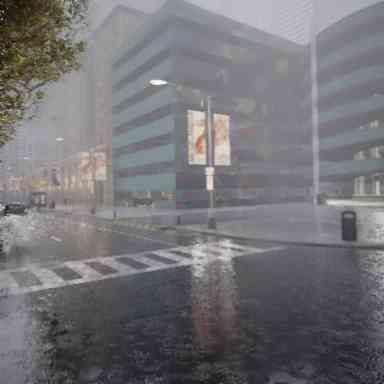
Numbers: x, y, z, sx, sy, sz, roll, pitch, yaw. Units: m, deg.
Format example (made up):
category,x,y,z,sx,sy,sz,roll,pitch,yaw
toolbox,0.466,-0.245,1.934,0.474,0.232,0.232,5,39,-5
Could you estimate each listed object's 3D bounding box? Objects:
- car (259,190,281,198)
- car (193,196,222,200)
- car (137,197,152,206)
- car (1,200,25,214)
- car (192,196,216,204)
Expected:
category,x,y,z,sx,sy,sz,roll,pitch,yaw
car,16.788,0.642,72.484,2.435,2.045,5.566,-1,0,-35
car,2.697,1.251,47.279,2.002,1.452,4.674,-1,0,-35
car,-7.652,1.573,54.931,2.161,1.482,4.786,-1,0,-35
car,-23.534,2.008,44.123,2.128,1.511,4.902,-1,0,-35
car,2.101,1.405,61.223,1.895,1.301,4.718,-1,0,-35
